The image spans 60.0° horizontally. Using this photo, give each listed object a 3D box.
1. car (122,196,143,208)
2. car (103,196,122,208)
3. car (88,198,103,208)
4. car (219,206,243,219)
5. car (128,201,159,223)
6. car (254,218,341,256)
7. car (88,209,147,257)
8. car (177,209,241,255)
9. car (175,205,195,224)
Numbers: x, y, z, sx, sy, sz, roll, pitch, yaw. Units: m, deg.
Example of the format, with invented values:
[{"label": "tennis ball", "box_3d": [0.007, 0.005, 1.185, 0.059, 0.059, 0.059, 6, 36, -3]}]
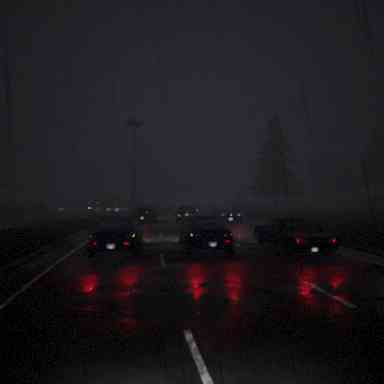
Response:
[{"label": "car", "box_3d": [-10.474, 1.815, 61.038, 2.150, 2.045, 5.566, 0, -1, 5]}, {"label": "car", "box_3d": [-13.971, 1.816, 61.115, 2.150, 2.045, 5.566, 0, -1, 5]}, {"label": "car", "box_3d": [-17.457, 1.948, 61.341, 2.097, 1.767, 4.553, 0, -1, 4]}, {"label": "car", "box_3d": [3.047, 1.881, 28.568, 1.895, 1.301, 4.718, 0, -1, -1]}, {"label": "car", "box_3d": [-3.945, 1.786, 28.545, 1.837, 1.490, 4.892, 0, 0, -1]}, {"label": "car", "box_3d": [4.039, 1.737, 13.767, 1.895, 1.301, 4.718, 0, -1, -6]}, {"label": "car", "box_3d": [-2.959, 1.658, 13.485, 1.812, 1.442, 4.674, 0, 0, -6]}, {"label": "car", "box_3d": [0.510, 1.663, 13.950, 1.812, 1.442, 4.674, 0, 0, -6]}, {"label": "car", "box_3d": [-0.441, 1.819, 27.699, 2.033, 1.411, 5.357, 0, -1, -2]}]
